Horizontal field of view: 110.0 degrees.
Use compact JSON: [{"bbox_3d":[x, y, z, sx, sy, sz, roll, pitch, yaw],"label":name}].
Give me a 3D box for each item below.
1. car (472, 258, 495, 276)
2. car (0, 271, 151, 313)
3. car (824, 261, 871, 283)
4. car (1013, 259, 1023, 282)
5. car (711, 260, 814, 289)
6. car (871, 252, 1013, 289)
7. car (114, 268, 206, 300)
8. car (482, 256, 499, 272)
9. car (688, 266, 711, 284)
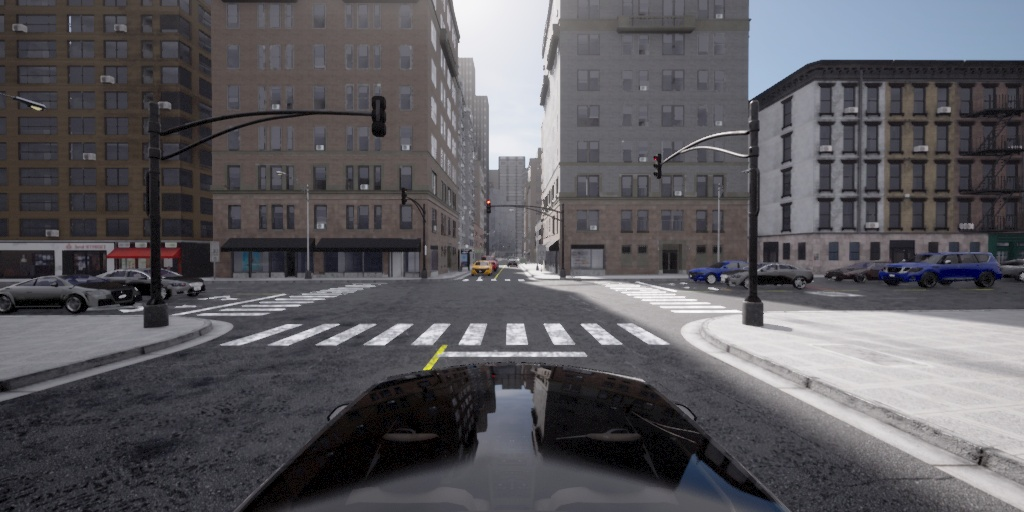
[{"bbox_3d":[-3.100,1.231,37.548,1.882,1.535,5.008,0,0,0],"label":"car"},{"bbox_3d":[-17.522,1.441,14.279,4.181,1.385,1.994,0,1,0],"label":"car"},{"bbox_3d":[24.585,1.077,24.432,5.357,1.411,2.033,0,1,-1],"label":"car"},{"bbox_3d":[35.110,0.960,24.467,4.892,1.490,1.837,0,1,0],"label":"car"},{"bbox_3d":[14.896,1.122,21.133,4.902,1.511,2.128,0,1,0],"label":"car"},{"bbox_3d":[25.175,0.783,21.175,5.566,2.045,2.150,0,1,-1],"label":"car"},{"bbox_3d":[-17.790,1.334,17.538,4.902,1.511,2.128,0,1,1],"label":"car"},{"bbox_3d":[-3.104,0.980,47.503,2.150,2.045,5.566,0,0,0],"label":"car"},{"bbox_3d":[14.659,1.074,24.381,5.008,1.535,1.882,0,1,0],"label":"car"}]
